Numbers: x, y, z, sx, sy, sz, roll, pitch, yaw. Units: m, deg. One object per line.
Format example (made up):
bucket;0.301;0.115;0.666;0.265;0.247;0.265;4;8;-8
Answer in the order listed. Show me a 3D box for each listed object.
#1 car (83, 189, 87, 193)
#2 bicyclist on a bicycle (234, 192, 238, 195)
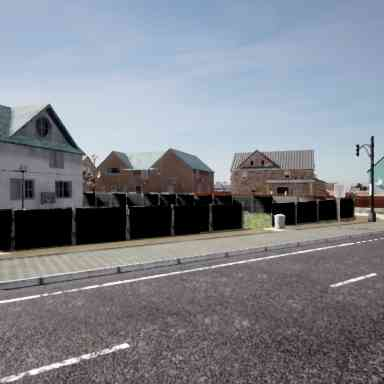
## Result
car;-14.114;0.453;40.125;5.566;2.045;2.150;2;1;20
bicyclist on a bicycle;5.196;0.794;39.574;0.582;1.620;1.656;1;1;19
